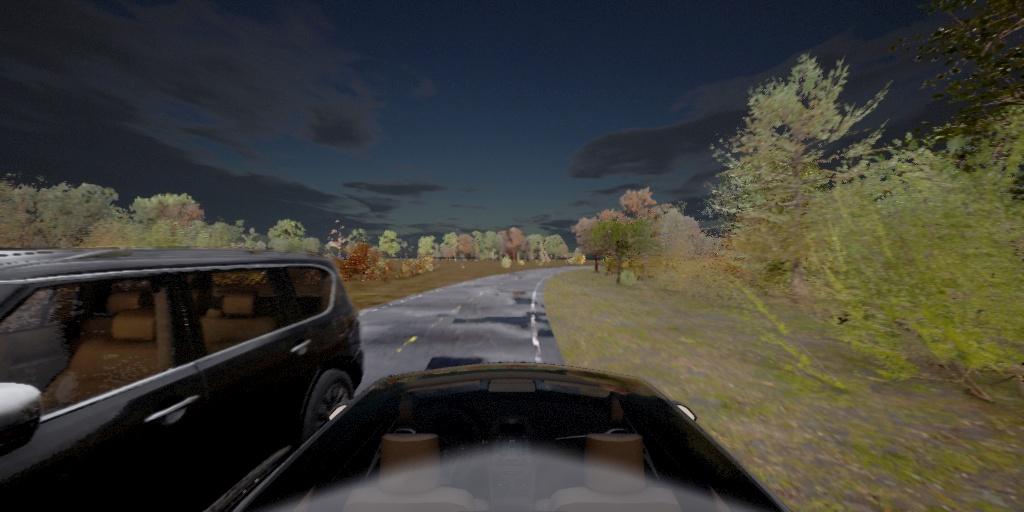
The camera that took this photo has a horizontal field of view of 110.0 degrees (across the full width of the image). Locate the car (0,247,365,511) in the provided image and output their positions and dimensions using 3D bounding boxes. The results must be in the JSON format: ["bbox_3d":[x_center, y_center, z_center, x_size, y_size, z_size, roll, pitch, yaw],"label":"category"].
[{"bbox_3d":[-2.726,0.953,1.876,2.150,2.045,5.566,0,0,-1],"label":"car"}]
